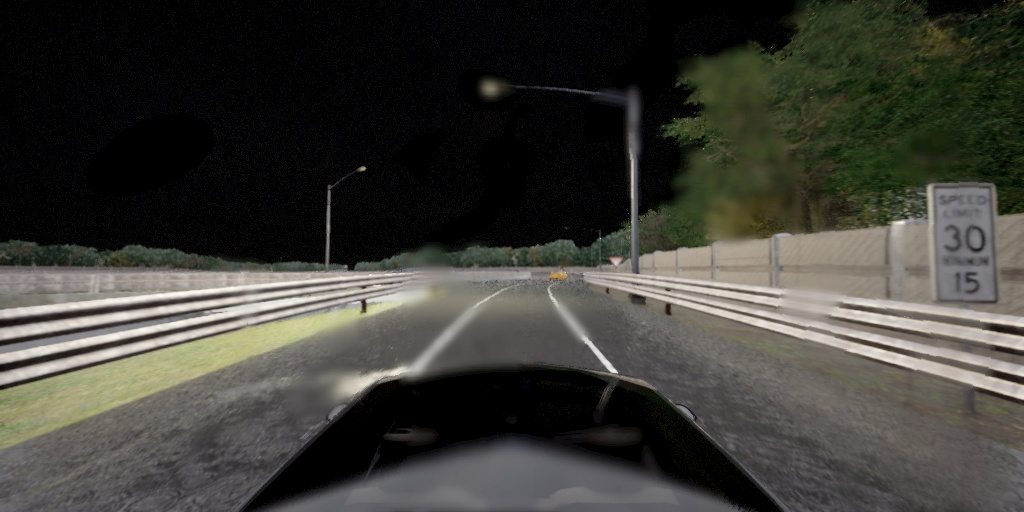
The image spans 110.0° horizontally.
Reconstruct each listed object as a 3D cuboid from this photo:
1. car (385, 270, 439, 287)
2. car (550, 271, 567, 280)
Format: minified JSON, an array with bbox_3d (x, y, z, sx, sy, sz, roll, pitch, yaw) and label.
[{"bbox_3d":[-8.656,1.995,31.441,1.882,1.535,5.008,-1,-3,39],"label":"car"},{"bbox_3d":[7.742,3.193,59.381,1.882,1.535,5.008,0,-2,22],"label":"car"}]
